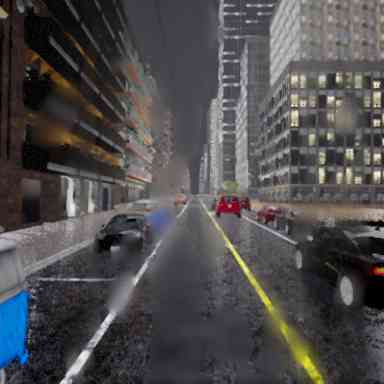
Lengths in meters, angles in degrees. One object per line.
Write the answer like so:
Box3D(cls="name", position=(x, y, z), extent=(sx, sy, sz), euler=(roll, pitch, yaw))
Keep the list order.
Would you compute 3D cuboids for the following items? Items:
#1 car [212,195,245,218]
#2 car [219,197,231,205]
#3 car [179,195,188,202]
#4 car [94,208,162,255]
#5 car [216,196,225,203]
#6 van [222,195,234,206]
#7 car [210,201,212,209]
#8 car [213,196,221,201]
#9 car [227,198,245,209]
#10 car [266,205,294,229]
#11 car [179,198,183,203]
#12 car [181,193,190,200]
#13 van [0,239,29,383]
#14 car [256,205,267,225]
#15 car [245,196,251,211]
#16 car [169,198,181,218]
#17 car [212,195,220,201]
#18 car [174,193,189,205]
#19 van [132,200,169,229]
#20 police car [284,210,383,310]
Box3D(cls="car", position=(3.341, 1.281, 31.306), extent=(2.150, 2.045, 5.566), euler=(0, 0, 2))
Box3D(cls="car", position=(6.326, 1.656, 64.565), extent=(1.947, 1.339, 4.313), euler=(2, 0, 1))
Box3D(cls="car", position=(-1.909, 1.472, 76.171), extent=(1.967, 1.590, 4.097), euler=(2, 0, 1))
Box3D(cls="car", position=(-2.555, 1.568, 13.489), extent=(1.947, 1.339, 4.313), euler=(2, 0, 1))
Box3D(cls="car", position=(6.433, 1.672, 75.960), extent=(1.802, 1.307, 4.206), euler=(2, 0, 1))
Box3D(cls="van", position=(6.307, 1.430, 58.868), extent=(1.690, 1.788, 3.998), euler=(2, 0, 1))
Box3D(cls="car", position=(3.439, 1.571, 43.513), extent=(1.837, 1.490, 4.892), euler=(0, 0, 1))
Box3D(cls="car", position=(6.550, 1.653, 87.356), extent=(1.947, 1.339, 4.313), euler=(2, 0, 1))
Box3D(cls="car", position=(6.174, 1.636, 47.473), extent=(2.008, 1.369, 4.403), euler=(2, 0, 1))
Box3D(cls="car", position=(5.882, 1.617, 18.983), extent=(2.008, 1.369, 4.403), euler=(1, 0, 1))
Box3D(cls="car", position=(-2.322, 1.604, 36.280), extent=(1.802, 1.307, 4.206), euler=(2, 0, 1))
Box3D(cls="car", position=(-1.730, 1.343, 93.264), extent=(2.192, 1.841, 5.009), euler=(2, 0, 1))
Box3D(cls="van", position=(-2.666, 1.326, 2.089), extent=(1.690, 1.788, 3.998), euler=(2, 0, 1))
Box3D(cls="car", position=(5.941, 1.616, 24.681), extent=(1.887, 1.381, 4.507), euler=(1, 0, 1))
Box3D(cls="car", position=(6.122, 1.398, 41.775), extent=(2.192, 1.841, 5.009), euler=(2, 0, 1))
Box3D(cls="car", position=(-2.379, 1.569, 30.583), extent=(2.008, 1.369, 4.403), euler=(2, 0, 1))
Box3D(cls="car", position=(6.608, 1.651, 93.054), extent=(1.947, 1.339, 4.313), euler=(2, 0, 1))
Box3D(cls="car", position=(-2.081, 1.346, 59.076), extent=(2.192, 1.841, 5.009), euler=(2, 0, 1))
Box3D(cls="van", position=(-2.491, 1.350, 19.186), extent=(1.690, 1.788, 3.998), euler=(2, 0, 1))
Box3D(cls="police car", position=(3.966, 1.465, 8.038), extent=(1.930, 1.638, 5.238), euler=(0, 0, 1))
